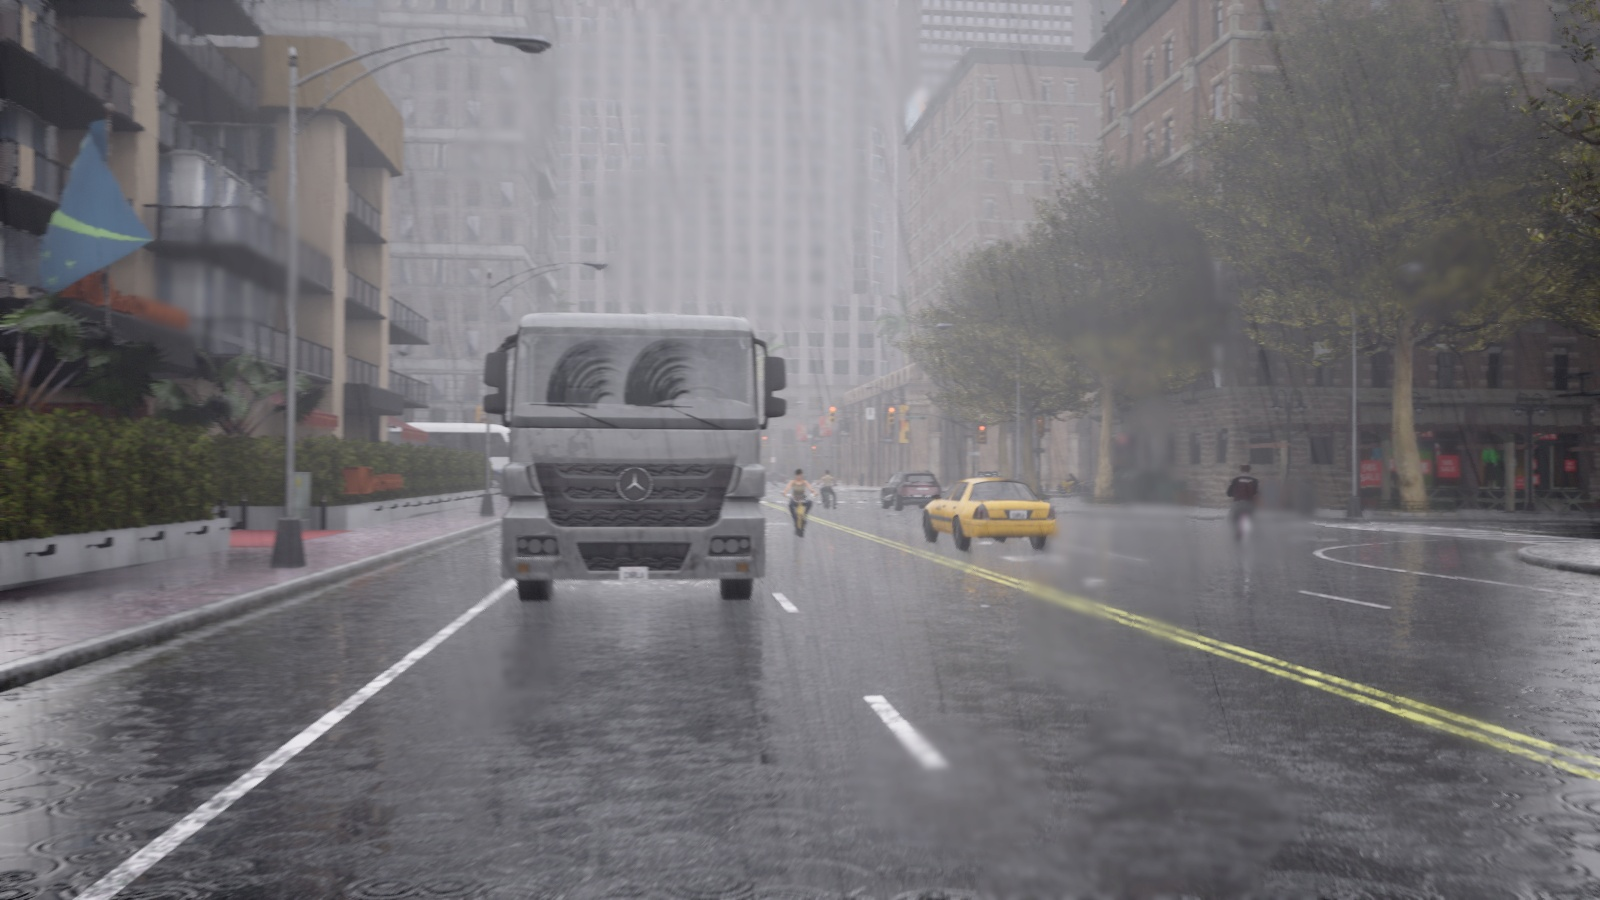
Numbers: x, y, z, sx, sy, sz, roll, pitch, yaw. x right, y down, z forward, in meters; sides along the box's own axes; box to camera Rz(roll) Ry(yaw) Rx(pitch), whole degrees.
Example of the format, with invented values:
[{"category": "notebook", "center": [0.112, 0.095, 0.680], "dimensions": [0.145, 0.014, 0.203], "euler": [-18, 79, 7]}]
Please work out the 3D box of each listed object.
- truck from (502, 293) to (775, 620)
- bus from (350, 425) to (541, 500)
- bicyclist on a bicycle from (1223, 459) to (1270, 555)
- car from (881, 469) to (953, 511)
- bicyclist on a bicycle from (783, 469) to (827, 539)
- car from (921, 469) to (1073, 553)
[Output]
[{"category": "truck", "center": [-2.131, 0.130, 17.380], "dimensions": [2.891, 3.462, 7.936], "euler": [0, -1, -6]}, {"category": "bus", "center": [-20.601, 0.726, 73.716], "dimensions": [10.273, 4.253, 3.944], "euler": [0, -1, -6]}, {"category": "bicyclist on a bicycle", "center": [8.643, 1.073, 24.349], "dimensions": [0.659, 1.776, 1.843], "euler": [1, 0, 14]}, {"category": "car", "center": [4.772, 1.602, 51.759], "dimensions": [2.033, 1.649, 4.856], "euler": [0, -1, -6]}, {"category": "bicyclist on a bicycle", "center": [0.103, 1.247, 29.536], "dimensions": [0.866, 1.612, 1.509], "euler": [0, -1, -6]}, {"category": "car", "center": [3.962, 1.185, 26.285], "dimensions": [1.801, 1.575, 5.366], "euler": [0, -1, -6]}]
